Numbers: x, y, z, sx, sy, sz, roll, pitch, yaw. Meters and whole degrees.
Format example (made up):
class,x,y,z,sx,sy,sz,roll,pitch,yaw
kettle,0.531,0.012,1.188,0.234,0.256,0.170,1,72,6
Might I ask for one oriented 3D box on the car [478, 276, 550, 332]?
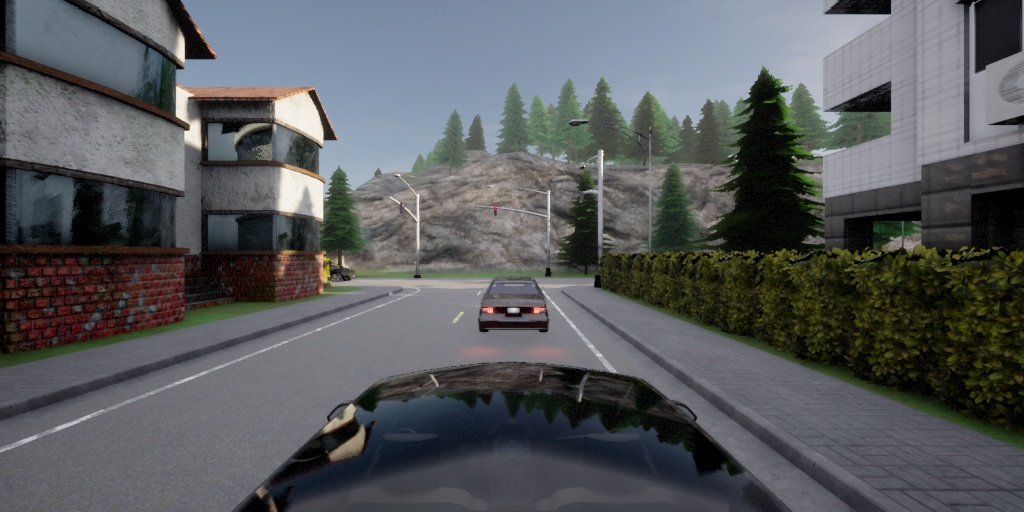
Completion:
class,x,y,z,sx,sy,sz,roll,pitch,yaw
car,0.055,1.297,10.768,2.033,1.411,5.357,0,0,1

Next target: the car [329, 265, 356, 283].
class,x,y,z,sx,sy,sz,roll,pitch,yaw
car,-14.375,1.228,26.931,5.008,1.535,1.882,0,0,1
